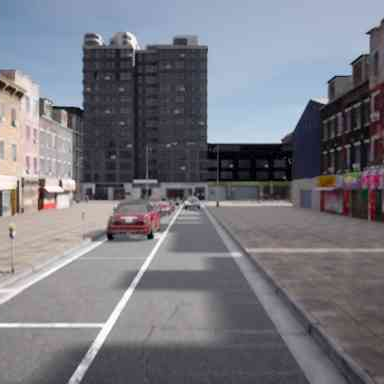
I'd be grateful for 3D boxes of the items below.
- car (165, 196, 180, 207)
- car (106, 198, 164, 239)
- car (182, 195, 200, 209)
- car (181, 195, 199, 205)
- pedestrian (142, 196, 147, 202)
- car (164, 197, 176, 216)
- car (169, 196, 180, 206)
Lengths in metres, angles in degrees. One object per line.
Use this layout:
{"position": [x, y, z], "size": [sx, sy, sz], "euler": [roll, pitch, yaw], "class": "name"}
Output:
{"position": [-2.672, 1.271, 46.414], "size": [1.947, 1.339, 4.313], "euler": [0, 0, 0], "class": "car"}
{"position": [-2.762, 1.245, 16.665], "size": [2.097, 1.767, 4.553], "euler": [0, 0, 0], "class": "car"}
{"position": [0.047, 1.340, 41.033], "size": [1.895, 1.301, 4.718], "euler": [0, 0, 0], "class": "car"}
{"position": [-0.351, 1.211, 53.271], "size": [2.033, 1.411, 5.357], "euler": [0, 0, -10], "class": "car"}
{"position": [-2.764, 1.170, 19.469], "size": [0.375, 1.860, 0.375], "euler": [0, 1, 0], "class": "pedestrian"}
{"position": [-2.661, 1.391, 30.058], "size": [1.802, 1.307, 4.206], "euler": [0, 0, 0], "class": "car"}
{"position": [-2.665, 1.340, 35.510], "size": [1.947, 1.339, 4.313], "euler": [0, 0, 0], "class": "car"}
